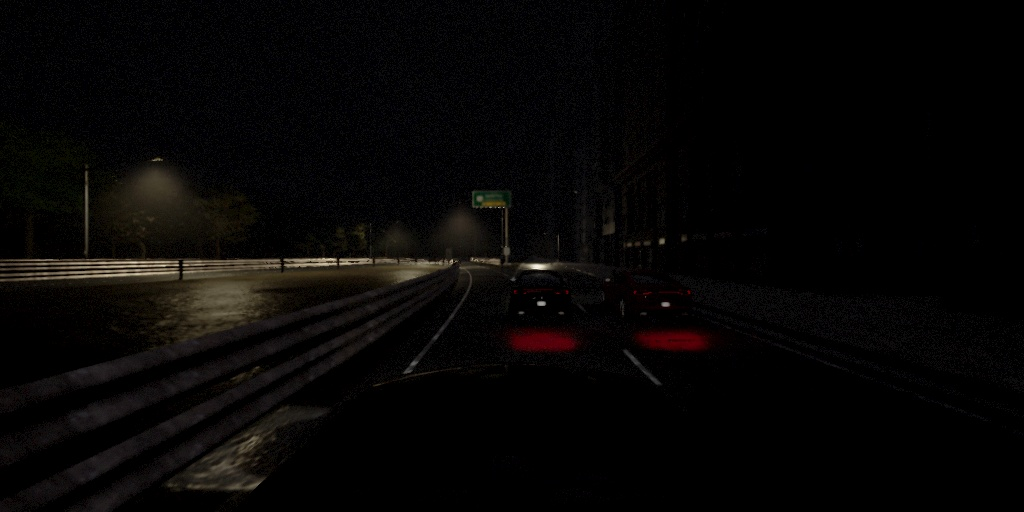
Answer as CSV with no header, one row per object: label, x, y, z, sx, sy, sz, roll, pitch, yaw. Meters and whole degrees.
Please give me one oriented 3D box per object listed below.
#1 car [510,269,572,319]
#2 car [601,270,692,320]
car,0.964,1.212,12.785,1.882,1.535,5.008,0,0,3
car,4.457,1.212,12.599,1.882,1.535,5.008,0,0,3
